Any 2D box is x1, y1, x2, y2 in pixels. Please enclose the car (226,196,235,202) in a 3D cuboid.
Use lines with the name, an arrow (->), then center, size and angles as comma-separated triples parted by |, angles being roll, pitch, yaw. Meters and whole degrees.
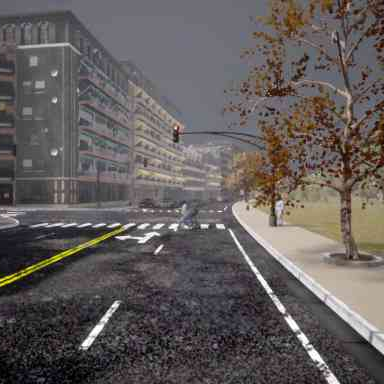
car -> 10.052, 1.864, 87.570 | 1.812, 1.442, 4.674 | 0, 0, 13

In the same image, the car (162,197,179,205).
car -> -4.153, 1.771, 65.473 | 2.033, 1.411, 5.357 | 0, 0, 10

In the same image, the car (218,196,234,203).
car -> 7.864, 1.844, 77.134 | 2.033, 1.411, 5.357 | 0, 0, 11

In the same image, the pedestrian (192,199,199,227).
pedestrian -> 0.116, 1.320, 21.256 | 0.375, 1.860, 0.375 | 0, 0, 3

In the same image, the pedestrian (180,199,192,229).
pedestrian -> -0.359, 1.319, 20.079 | 0.375, 1.860, 0.375 | 0, 0, 3

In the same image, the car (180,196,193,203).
car -> -1.361, 1.777, 80.717 | 2.033, 1.411, 5.357 | 0, 0, 11

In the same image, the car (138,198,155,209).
car -> -6.558, 1.638, 48.999 | 1.837, 1.490, 4.892 | 0, -1, 7

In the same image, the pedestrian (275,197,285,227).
pedestrian -> 5.402, 1.165, 20.352 | 0.375, 1.860, 0.375 | 0, 0, 3

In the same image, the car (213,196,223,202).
car -> 6.784, 1.811, 87.859 | 1.882, 1.535, 5.008 | 0, 0, 13

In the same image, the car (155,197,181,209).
car -> -3.407, 1.481, 47.968 | 2.097, 1.767, 4.553 | 0, 0, 7

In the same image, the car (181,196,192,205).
car -> -1.134, 1.817, 63.892 | 1.895, 1.301, 4.718 | 0, 0, 10

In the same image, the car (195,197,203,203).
car -> 1.618, 1.831, 79.054 | 2.033, 1.411, 5.357 | 0, 0, 11

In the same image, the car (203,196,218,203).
car -> 4.666, 1.830, 77.716 | 2.128, 1.511, 4.902 | 0, 0, 11
